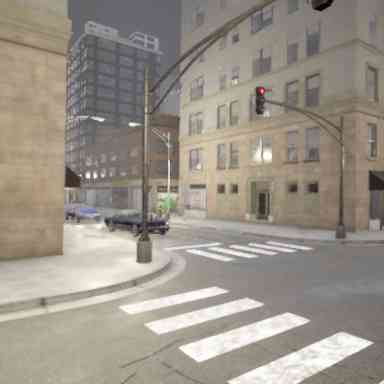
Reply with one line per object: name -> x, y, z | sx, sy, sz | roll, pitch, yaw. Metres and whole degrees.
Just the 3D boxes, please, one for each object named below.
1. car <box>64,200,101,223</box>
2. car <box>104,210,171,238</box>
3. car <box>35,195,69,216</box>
car -> -8.891, 1.656, 26.837 | 1.812, 1.442, 4.674 | 1, -1, -36
car -> -3.171, 1.712, 18.845 | 1.895, 1.301, 4.718 | 1, -1, -38
car -> -15.010, 1.366, 35.414 | 2.150, 2.045, 5.566 | 1, -1, -35
